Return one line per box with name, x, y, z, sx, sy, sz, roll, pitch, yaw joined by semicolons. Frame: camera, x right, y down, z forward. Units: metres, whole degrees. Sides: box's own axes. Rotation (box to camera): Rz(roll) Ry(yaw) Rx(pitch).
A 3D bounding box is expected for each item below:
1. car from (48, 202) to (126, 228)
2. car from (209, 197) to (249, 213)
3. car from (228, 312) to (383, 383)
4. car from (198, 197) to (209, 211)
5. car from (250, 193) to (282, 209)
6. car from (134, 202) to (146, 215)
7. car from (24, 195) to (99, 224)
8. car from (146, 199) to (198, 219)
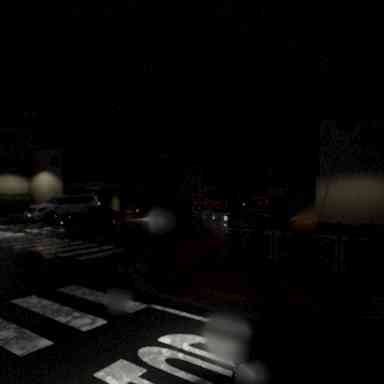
car;-6.788;1.607;22.407;1.895;1.301;4.718;0;0;36
car;4.291;1.510;37.916;1.837;1.490;4.892;0;0;35
car;2.484;1.525;2.222;4.674;1.442;1.812;0;0;35
car;2.104;1.359;40.878;2.097;1.767;4.553;0;0;36
car;10.763;1.229;46.909;2.150;2.045;5.566;0;0;37
car;-3.625;1.498;32.858;2.128;1.511;4.902;0;0;36
car;-9.411;1.228;24.788;2.150;2.045;5.566;0;0;36
car;-1.678;1.570;29.567;1.994;1.385;4.181;0;0;35
